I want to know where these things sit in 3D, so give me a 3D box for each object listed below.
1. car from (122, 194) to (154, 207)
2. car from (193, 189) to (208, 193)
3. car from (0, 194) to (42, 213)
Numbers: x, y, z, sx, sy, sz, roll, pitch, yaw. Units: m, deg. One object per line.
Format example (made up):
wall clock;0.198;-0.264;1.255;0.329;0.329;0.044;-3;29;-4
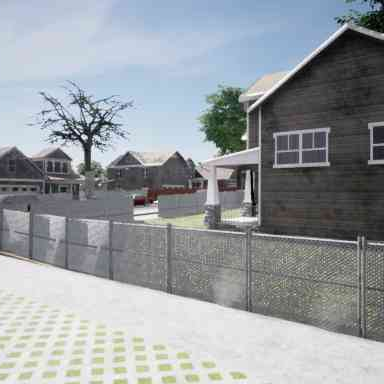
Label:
car;-5.965;0.877;32.402;1.895;1.301;4.718;0;2;35
car;1.401;0.407;42.806;1.882;1.535;5.008;0;2;35
car;-12.672;0.951;22.895;2.097;1.767;4.553;0;2;35
